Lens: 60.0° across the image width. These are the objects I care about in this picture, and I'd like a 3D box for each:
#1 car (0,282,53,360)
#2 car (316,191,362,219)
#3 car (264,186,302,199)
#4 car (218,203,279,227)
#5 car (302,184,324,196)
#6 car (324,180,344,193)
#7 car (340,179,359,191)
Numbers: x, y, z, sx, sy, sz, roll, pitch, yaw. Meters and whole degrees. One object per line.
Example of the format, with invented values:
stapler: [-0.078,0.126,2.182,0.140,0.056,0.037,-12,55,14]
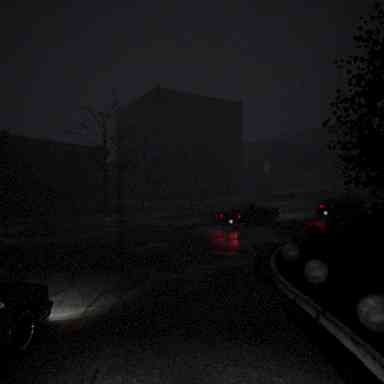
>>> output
car: [-3.230,1.546,2.933,2.033,1.411,5.357,0,0,2]
car: [10.648,1.015,23.996,1.837,1.490,4.892,0,3,45]
car: [12.060,0.082,45.080,5.366,1.575,1.946,-4,3,-37]
car: [3.816,1.392,21.585,1.895,1.301,4.718,0,2,42]
car: [16.476,-0.252,48.380,5.366,1.575,1.946,-4,3,-37]
car: [20.887,-0.584,51.691,5.366,1.575,1.946,-4,3,-37]
car: [25.514,-1.180,55.159,5.566,2.045,2.435,-4,3,-37]
